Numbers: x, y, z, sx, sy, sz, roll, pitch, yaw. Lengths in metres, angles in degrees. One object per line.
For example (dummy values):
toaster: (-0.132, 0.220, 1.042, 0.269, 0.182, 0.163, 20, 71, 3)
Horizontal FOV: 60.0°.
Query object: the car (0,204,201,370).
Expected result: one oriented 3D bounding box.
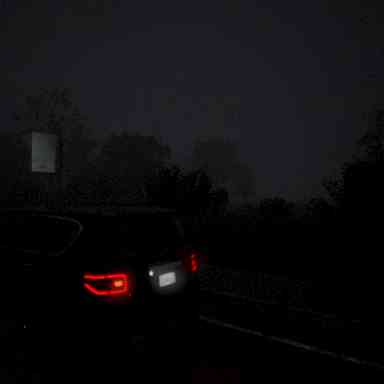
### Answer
car: (-2.431, 1.229, 5.985, 5.566, 2.045, 2.150, 0, 0, 38)
